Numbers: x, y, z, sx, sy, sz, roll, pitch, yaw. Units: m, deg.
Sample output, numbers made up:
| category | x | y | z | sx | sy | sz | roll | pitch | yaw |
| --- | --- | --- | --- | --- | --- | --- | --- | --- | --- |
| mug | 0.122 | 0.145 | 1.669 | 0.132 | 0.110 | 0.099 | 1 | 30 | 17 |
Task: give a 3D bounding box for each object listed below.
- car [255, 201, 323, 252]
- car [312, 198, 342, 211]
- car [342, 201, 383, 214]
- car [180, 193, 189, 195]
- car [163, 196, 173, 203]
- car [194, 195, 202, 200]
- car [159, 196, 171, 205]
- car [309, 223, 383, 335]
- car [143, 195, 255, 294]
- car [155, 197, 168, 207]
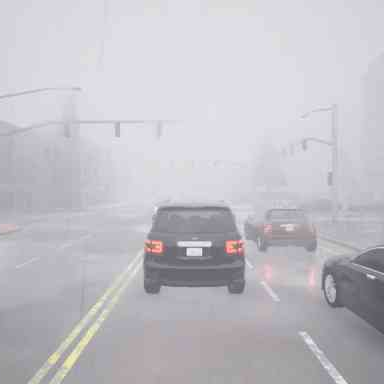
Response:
| category | x | y | z | sx | sy | sz | roll | pitch | yaw |
| --- | --- | --- | --- | --- | --- | --- | --- | --- | --- |
| car | 3.537 | 1.352 | 14.123 | 2.097 | 1.767 | 4.553 | 0 | 0 | 0 |
| car | 14.441 | 1.505 | 37.522 | 4.892 | 1.490 | 1.837 | 0 | 0 | -2 |
| car | 18.490 | 1.601 | 34.129 | 4.718 | 1.301 | 1.895 | 0 | 0 | -2 |
| car | -1.783 | 1.496 | 80.180 | 1.837 | 1.490 | 4.892 | 0 | 0 | -1 |
| car | -5.068 | 1.552 | 71.174 | 1.994 | 1.385 | 4.181 | 0 | 0 | -1 |
| car | 1.475 | 1.552 | 90.326 | 1.994 | 1.385 | 4.181 | 0 | 0 | -1 |
| car | -4.895 | 1.477 | 61.293 | 1.882 | 1.535 | 5.008 | 0 | 0 | -1 |
| car | 3.607 | 1.505 | 5.042 | 1.837 | 1.490 | 4.892 | 0 | 0 | 0 |
| car | 0.055 | 1.221 | 8.945 | 2.150 | 2.045 | 5.566 | 0 | 0 | 0 |
| car | -4.696 | 1.526 | 51.903 | 1.812 | 1.442 | 4.674 | 0 | 0 | -1 |
